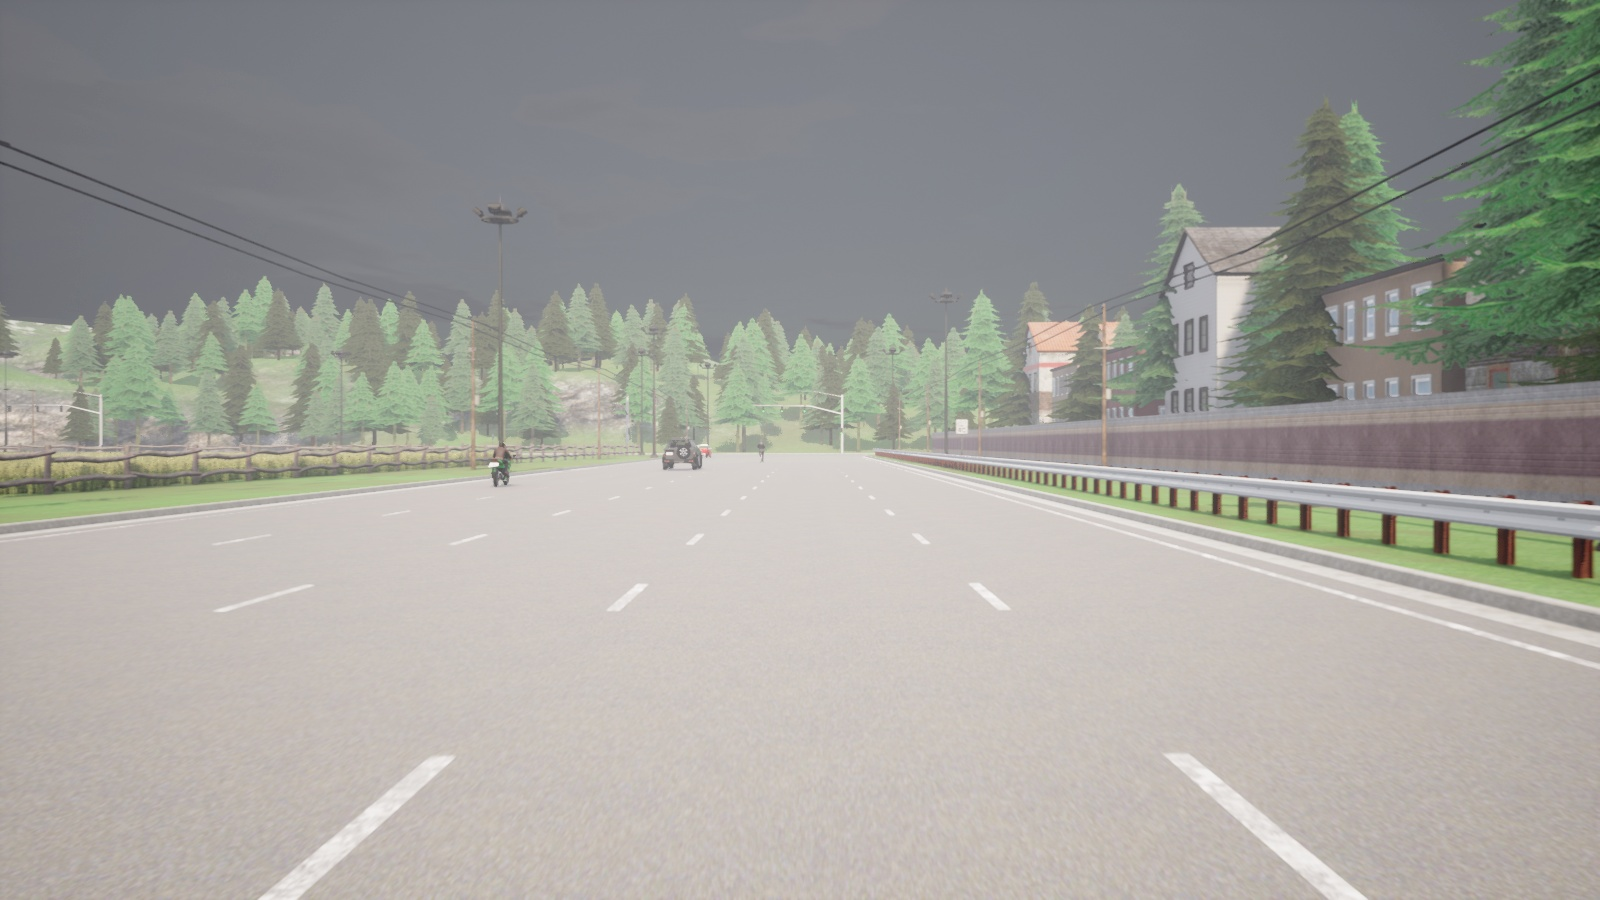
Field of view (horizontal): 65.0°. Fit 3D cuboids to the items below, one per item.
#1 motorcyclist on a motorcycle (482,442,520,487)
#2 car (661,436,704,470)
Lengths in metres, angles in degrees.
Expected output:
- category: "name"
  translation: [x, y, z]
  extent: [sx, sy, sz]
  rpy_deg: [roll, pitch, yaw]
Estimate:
- category: "motorcyclist on a motorcycle"
  translation: [-10.239, 0.478, 43.036]
  extent: [0.797, 1.523, 2.044]
  rpy_deg: [0, 0, 0]
- category: "car"
  translation: [-6.581, 0.160, 70.658]
  extent: [1.932, 1.855, 4.605]
  rpy_deg: [0, 0, 0]
